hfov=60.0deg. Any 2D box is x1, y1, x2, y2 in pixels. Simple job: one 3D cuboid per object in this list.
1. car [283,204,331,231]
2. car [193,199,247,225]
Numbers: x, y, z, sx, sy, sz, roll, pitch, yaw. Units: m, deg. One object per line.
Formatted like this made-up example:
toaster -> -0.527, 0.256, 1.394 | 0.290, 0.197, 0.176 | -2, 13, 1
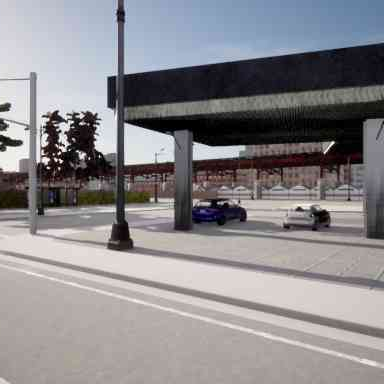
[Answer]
car -> 7.074, 1.456, 20.232 | 1.970, 1.475, 3.806 | 0, 0, 37
car -> 1.993, 1.295, 23.020 | 2.242, 1.667, 4.611 | 0, 0, 37
